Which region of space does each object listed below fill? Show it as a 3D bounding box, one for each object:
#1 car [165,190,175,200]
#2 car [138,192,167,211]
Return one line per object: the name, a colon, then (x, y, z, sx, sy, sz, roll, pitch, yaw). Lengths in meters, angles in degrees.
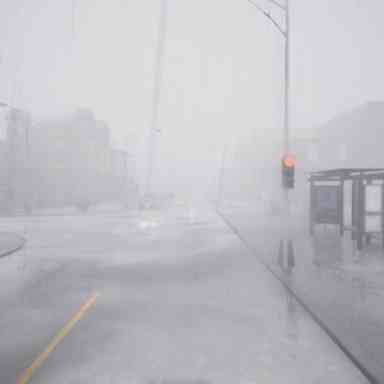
car: (-3.899, 0.511, 56.719, 1.882, 1.535, 5.008, 0, 1, 0)
car: (-3.943, 0.959, 31.886, 2.128, 1.511, 4.902, 0, 1, 0)
